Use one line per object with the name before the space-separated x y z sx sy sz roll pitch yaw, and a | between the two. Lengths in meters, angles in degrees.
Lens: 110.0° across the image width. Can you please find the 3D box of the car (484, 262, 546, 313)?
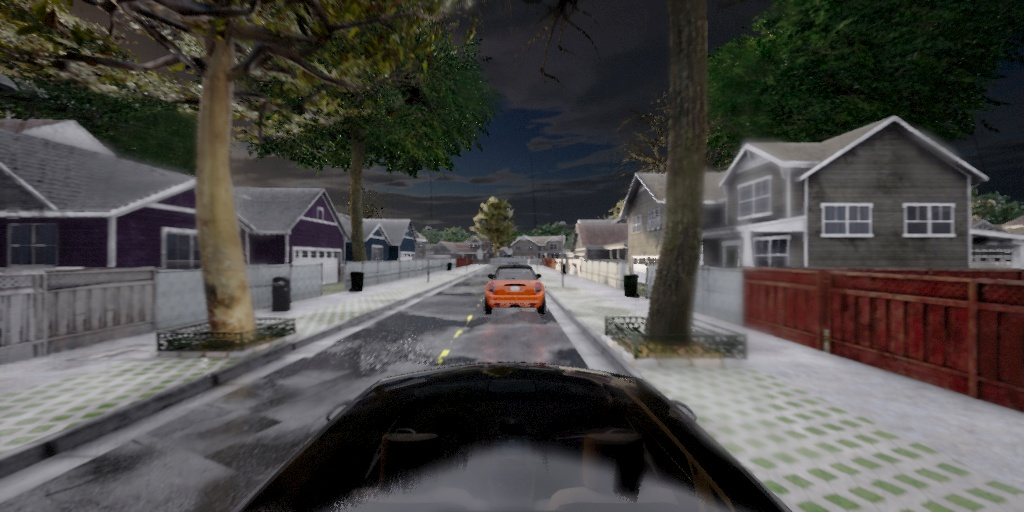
car | 0.101 1.110 14.066 2.097 1.767 4.553 0 0 0

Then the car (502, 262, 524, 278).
car | 0.111 1.330 36.303 2.033 1.411 5.357 0 0 0
